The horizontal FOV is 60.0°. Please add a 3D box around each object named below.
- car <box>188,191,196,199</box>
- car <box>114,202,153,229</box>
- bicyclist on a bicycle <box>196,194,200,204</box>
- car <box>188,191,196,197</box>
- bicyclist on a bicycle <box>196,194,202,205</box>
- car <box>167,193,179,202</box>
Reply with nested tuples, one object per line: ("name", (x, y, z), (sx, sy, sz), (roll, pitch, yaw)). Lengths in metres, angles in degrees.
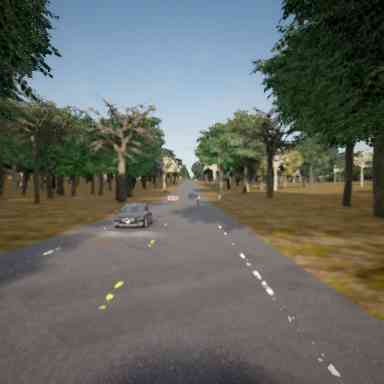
("car", (0.006, 0.823, 75.611), (2.128, 1.511, 4.902), (0, 1, 0))
("car", (-3.597, 1.438, 21.082), (1.837, 1.490, 4.892), (0, 0, 0))
("bicyclist on a bicycle", (0.966, 1.125, 55.683), (0.582, 1.620, 1.656), (0, 1, 0))
("car", (0.007, 0.398, 87.706), (1.837, 1.490, 4.892), (0, 1, 0))
("bicyclist on a bicycle", (0.970, 1.219, 46.803), (0.866, 1.612, 1.509), (0, 0, 0))
("car", (-3.520, 0.917, 62.497), (2.097, 1.767, 4.553), (0, 1, 0))
